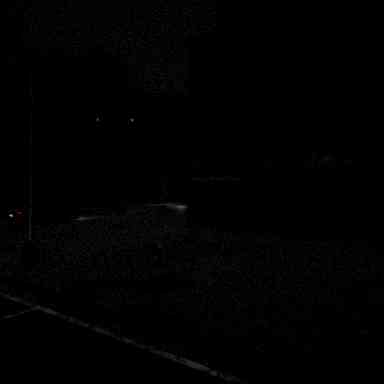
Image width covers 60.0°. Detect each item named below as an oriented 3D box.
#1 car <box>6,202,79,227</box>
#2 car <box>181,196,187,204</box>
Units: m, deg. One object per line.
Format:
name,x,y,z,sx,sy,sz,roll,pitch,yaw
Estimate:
car,-9.129,1.274,20.583,1.994,1.385,4.181,1,2,34
car,0.708,0.651,39.650,1.882,1.535,5.008,1,2,36
